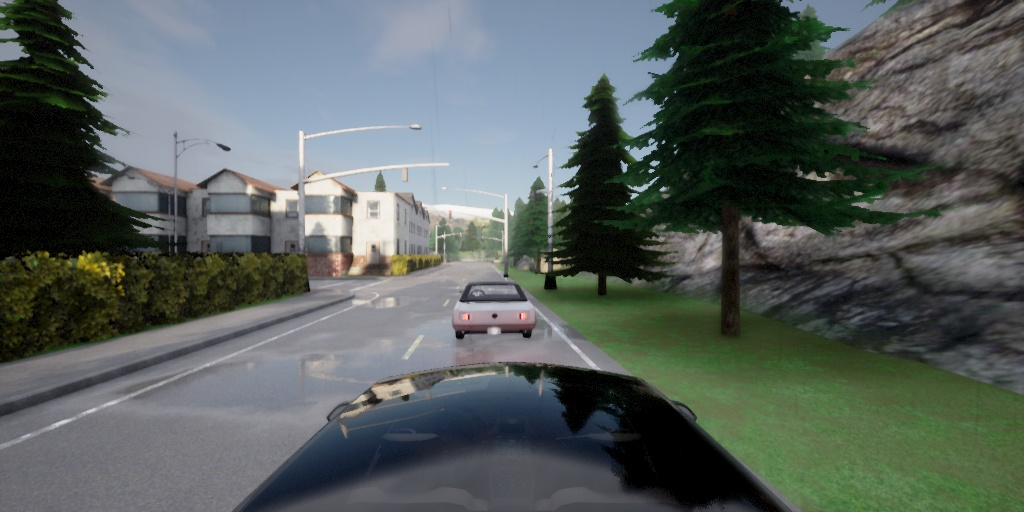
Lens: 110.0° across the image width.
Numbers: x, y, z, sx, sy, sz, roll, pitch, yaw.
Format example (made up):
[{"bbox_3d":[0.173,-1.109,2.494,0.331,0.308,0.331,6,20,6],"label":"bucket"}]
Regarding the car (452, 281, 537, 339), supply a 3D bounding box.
[{"bbox_3d":[-0.539,1.343,10.018,1.895,1.301,4.718,0,0,-4],"label":"car"}]
